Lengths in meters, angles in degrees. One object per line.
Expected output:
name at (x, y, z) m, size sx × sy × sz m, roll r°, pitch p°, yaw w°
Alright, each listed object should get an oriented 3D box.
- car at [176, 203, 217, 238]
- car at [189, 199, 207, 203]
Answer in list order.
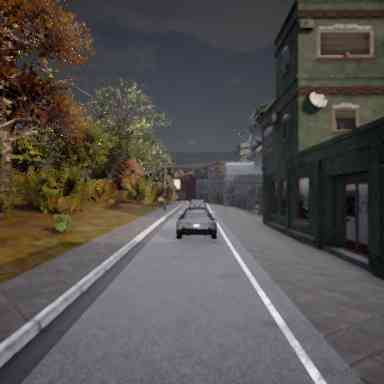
car at (0.237, 1.507, 17.250) m, size 1.994 × 1.385 × 4.181 m, roll 0°, pitch 0°, yaw 1°
car at (0.611, 1.424, 36.087) m, size 2.033 × 1.411 × 5.357 m, roll 0°, pitch 0°, yaw 1°
